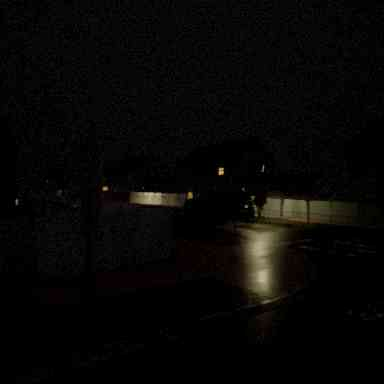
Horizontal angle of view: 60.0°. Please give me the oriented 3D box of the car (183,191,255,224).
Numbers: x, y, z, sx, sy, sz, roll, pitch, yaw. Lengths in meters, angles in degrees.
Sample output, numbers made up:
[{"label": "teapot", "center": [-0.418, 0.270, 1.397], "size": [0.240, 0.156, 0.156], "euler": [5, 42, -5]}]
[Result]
[{"label": "car", "center": [1.687, 0.925, 22.349], "size": [2.150, 2.045, 5.566], "euler": [0, 1, -37]}]

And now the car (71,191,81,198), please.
[{"label": "car", "center": [-14.686, 0.591, 44.744], "size": [2.097, 1.767, 4.553], "euler": [0, 0, -35]}]

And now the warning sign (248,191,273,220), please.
[{"label": "warning sign", "center": [4.577, 0.866, 22.302], "size": [1.300, 1.860, 1.060], "euler": [-1, 0, -36]}]
